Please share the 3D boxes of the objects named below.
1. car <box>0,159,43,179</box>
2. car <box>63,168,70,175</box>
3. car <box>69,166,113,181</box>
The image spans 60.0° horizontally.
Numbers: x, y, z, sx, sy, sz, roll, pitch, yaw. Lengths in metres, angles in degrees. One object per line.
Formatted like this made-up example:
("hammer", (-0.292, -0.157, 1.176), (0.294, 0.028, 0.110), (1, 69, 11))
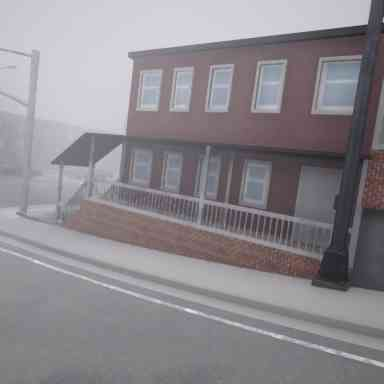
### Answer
("car", (-17.435, -2.140, 32.493), (2.033, 1.411, 5.357), (11, 6, 37))
("car", (-14.230, -2.669, 42.866), (2.033, 1.411, 5.357), (10, 6, 35))
("car", (-11.795, -2.177, 40.301), (1.837, 1.490, 4.892), (11, 6, 35))
